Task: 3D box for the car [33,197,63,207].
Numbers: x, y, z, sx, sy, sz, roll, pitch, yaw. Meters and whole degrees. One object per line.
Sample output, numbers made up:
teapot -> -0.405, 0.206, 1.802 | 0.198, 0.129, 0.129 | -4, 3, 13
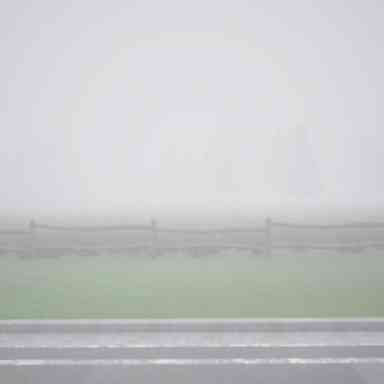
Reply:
car -> -24.647, 1.843, 57.072 | 4.605, 1.855, 1.932 | -1, 0, 0
